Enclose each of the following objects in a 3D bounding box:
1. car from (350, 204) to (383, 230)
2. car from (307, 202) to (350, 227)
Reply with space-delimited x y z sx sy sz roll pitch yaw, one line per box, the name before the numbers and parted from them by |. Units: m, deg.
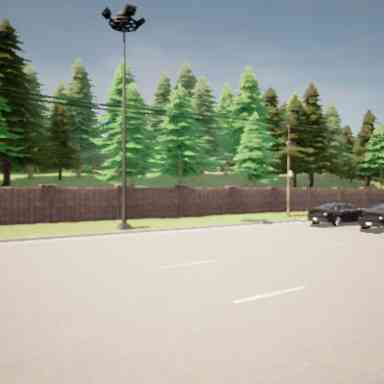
car | 11.652 1.444 19.307 4.892 1.490 1.837 -1 0 -31
car | 9.857 1.438 22.313 4.892 1.490 1.837 -1 0 -31
